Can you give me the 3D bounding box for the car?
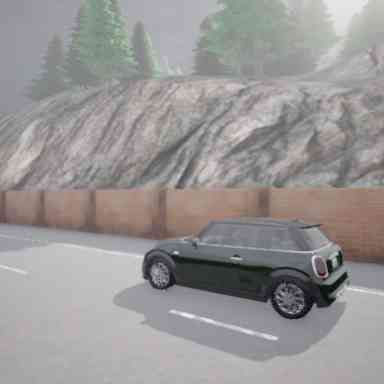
[{"bbox_3d":[0.993,1.360,7.583,4.553,1.767,2.097,0,0,35],"label":"car"}]
